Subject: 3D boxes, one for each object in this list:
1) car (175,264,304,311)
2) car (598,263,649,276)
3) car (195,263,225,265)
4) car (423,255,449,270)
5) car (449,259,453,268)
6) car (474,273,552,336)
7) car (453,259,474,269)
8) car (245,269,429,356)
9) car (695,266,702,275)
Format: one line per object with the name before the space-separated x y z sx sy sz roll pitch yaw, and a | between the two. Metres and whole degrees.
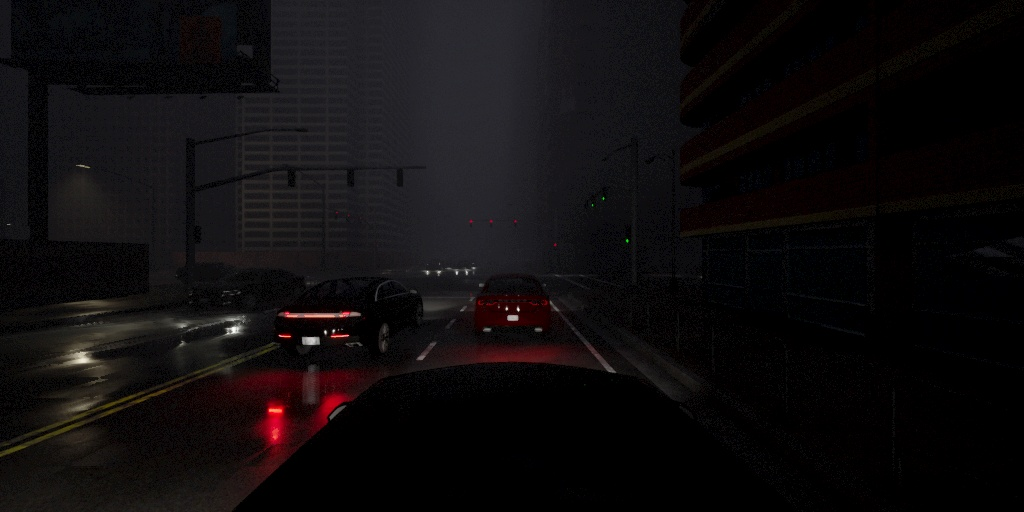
car | -10.574 1.227 14.743 1.882 1.535 5.008 0 0 -1
car | 11.333 1.351 36.766 4.718 1.301 1.895 0 0 2
car | -21.411 1.241 25.981 4.902 1.511 2.128 0 0 0
car | -10.952 1.102 51.728 2.097 1.767 4.553 0 0 0
car | -10.998 1.297 61.927 2.033 1.411 5.357 0 0 0
car | 0.014 1.228 10.461 1.882 1.535 5.008 0 0 0
car | -7.477 1.255 55.636 1.837 1.490 4.892 0 0 0
car | -3.475 1.242 8.573 2.128 1.511 4.902 0 0 -1
car | 21.460 1.228 36.714 5.008 1.535 1.882 0 0 0
